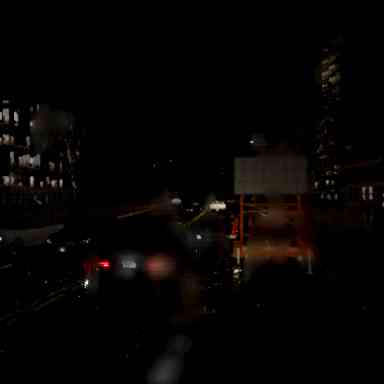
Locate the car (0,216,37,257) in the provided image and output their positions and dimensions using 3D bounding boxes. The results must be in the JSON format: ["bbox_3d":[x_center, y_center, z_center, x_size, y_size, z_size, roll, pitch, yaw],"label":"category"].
[{"bbox_3d":[-7.022,1.715,13.770,1.895,1.301,4.718,0,0,9],"label":"car"}]

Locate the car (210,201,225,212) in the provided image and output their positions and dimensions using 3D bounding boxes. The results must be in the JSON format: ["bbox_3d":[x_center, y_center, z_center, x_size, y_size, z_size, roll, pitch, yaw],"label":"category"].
[{"bbox_3d":[3.243,1.828,41.612,1.895,1.301,4.718,0,0,6],"label":"car"}]

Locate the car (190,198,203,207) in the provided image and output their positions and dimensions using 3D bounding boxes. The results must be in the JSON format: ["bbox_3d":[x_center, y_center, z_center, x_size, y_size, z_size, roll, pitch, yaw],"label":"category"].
[{"bbox_3d":[0.777,1.835,56.419,1.812,1.442,4.674,0,0,3],"label":"car"}]

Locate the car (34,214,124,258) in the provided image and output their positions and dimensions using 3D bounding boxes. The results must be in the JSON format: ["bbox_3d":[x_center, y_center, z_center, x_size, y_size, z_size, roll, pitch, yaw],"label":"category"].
[{"bbox_3d":[-3.855,1.624,13.150,1.812,1.442,4.674,0,0,9],"label":"car"}]

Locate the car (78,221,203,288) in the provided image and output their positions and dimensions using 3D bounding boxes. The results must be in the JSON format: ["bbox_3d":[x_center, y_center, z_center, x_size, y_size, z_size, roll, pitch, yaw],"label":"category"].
[{"bbox_3d":[-0.898,1.612,9.496,2.033,1.411,5.357,0,0,10],"label":"car"}]

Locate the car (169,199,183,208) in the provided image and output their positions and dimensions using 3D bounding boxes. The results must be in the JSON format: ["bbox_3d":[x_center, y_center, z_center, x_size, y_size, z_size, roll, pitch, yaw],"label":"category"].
[{"bbox_3d":[-2.567,1.861,54.550,2.033,1.411,5.357,0,0,3],"label":"car"}]

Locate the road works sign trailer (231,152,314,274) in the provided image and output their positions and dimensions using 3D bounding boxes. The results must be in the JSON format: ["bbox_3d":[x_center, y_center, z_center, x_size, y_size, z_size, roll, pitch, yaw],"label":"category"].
[{"bbox_3d":[2.544,0.525,10.885,2.380,3.560,2.880,0,0,9],"label":"road works sign trailer"}]
